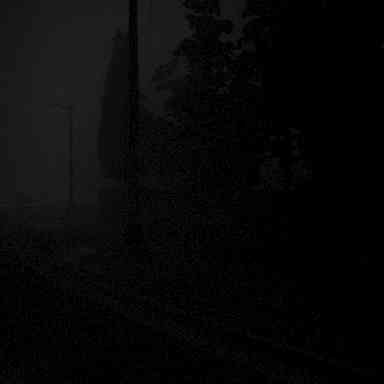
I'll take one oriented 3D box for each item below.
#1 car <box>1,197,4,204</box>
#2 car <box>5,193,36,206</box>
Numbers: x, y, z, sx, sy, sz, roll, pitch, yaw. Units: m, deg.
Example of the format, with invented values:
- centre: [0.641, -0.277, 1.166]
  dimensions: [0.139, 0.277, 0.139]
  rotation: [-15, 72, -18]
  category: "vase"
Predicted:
- centre: [-34.594, 1.320, 56.241]
  dimensions: [1.882, 1.535, 5.008]
  rotation: [-1, -1, 3]
  category: "car"
- centre: [-24.271, 1.227, 47.827]
  dimensions: [1.837, 1.490, 4.892]
  rotation: [-2, 0, 0]
  category: "car"
